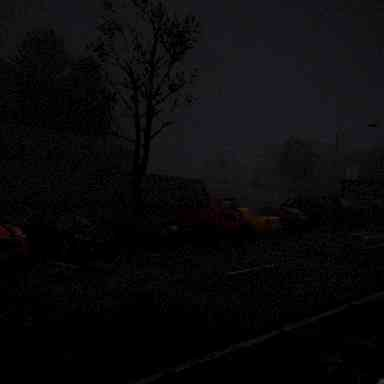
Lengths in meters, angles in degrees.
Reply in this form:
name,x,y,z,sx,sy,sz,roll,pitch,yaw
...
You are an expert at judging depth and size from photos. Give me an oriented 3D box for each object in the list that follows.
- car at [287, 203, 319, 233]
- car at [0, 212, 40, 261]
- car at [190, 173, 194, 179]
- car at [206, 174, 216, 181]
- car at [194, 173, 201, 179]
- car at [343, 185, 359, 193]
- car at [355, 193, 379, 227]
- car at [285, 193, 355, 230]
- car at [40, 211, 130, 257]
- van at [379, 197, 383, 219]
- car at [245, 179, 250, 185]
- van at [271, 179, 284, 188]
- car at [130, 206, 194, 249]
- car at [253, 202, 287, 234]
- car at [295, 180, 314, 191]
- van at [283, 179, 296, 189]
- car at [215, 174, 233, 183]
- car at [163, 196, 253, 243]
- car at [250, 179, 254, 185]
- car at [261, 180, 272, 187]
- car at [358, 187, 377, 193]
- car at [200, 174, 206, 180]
name,x,y,z,sx,sy,sz,roll,pitch,yaw
car,4.731,1.550,19.892,4.674,1.452,2.002,-1,-1,35
car,-7.515,1.367,11.203,4.553,1.767,2.185,-1,-1,34
car,1.620,-4.360,94.522,2.435,2.045,5.566,1,-1,34
car,6.925,-3.697,87.246,2.435,2.045,5.566,7,3,34
car,3.394,-4.083,92.177,2.185,1.767,4.553,4,1,33
car,27.768,-0.425,57.771,2.435,2.045,5.566,7,3,35
car,9.667,1.268,23.361,5.566,2.045,2.435,-1,-1,35
car,7.156,1.264,21.653,5.566,2.045,2.435,-1,-1,35
car,-5.051,1.495,12.932,4.892,1.521,2.231,-1,-1,34
van,12.203,1.298,25.034,4.442,1.987,1.878,-1,-1,35
car,13.895,-2.315,77.485,2.002,1.452,4.674,7,3,35
van,19.053,-1.762,69.978,1.878,1.987,4.442,7,4,35
car,-2.633,1.526,14.682,4.792,1.488,2.163,-1,-1,34
car,2.127,1.504,18.261,5.366,1.575,1.946,-1,-1,34
car,22.548,-0.991,65.150,2.231,1.521,4.892,7,3,35
van,20.785,-1.489,67.509,1.878,1.987,4.442,7,4,35
car,8.779,-3.174,84.989,1.946,1.575,5.366,7,3,34
car,-0.191,1.249,16.430,5.566,2.045,2.435,-1,-1,34
car,15.640,-2.042,75.026,2.002,1.452,4.674,7,3,35
car,17.475,-1.810,72.708,1.946,1.575,5.366,7,3,35
car,29.462,0.138,55.301,2.002,1.452,4.674,7,3,35
car,5.128,-3.848,89.709,2.185,1.767,4.553,6,3,34
